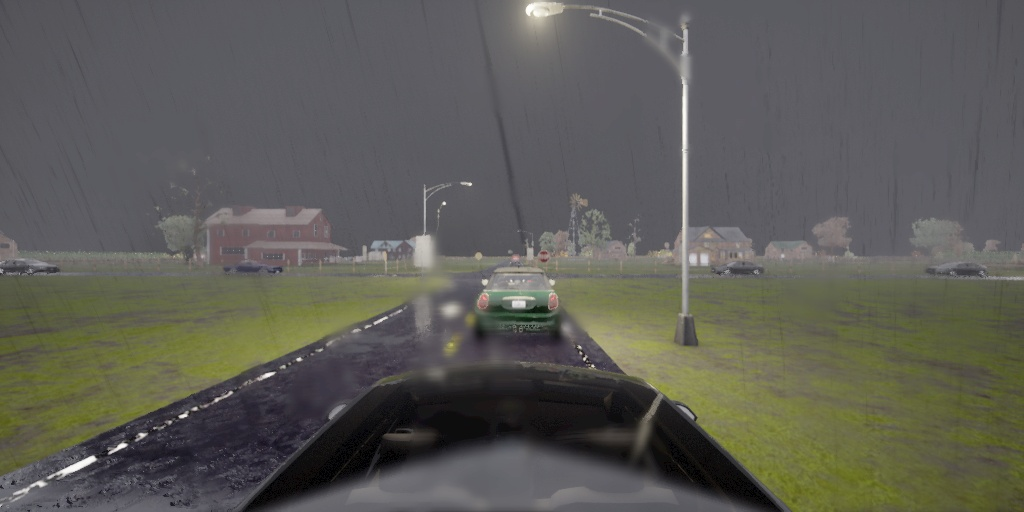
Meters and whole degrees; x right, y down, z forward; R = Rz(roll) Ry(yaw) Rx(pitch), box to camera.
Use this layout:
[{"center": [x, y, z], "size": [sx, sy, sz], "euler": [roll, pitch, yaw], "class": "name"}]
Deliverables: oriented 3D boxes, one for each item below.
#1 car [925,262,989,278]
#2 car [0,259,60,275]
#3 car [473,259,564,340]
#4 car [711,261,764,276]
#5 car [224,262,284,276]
[{"center": [44.962, 1.372, 36.300], "size": [4.892, 1.490, 1.837], "euler": [1, 0, 2], "class": "car"}, {"center": [-47.501, 1.074, 35.193], "size": [4.892, 1.490, 1.837], "euler": [0, 0, 2], "class": "car"}, {"center": [0.184, 1.088, 10.114], "size": [2.097, 1.767, 4.553], "euler": [0, 0, 1], "class": "car"}, {"center": [23.071, 1.272, 36.764], "size": [4.892, 1.490, 1.837], "euler": [0, 0, 1], "class": "car"}, {"center": [-24.871, 1.224, 34.711], "size": [4.718, 1.301, 1.895], "euler": [0, 0, 1], "class": "car"}]
